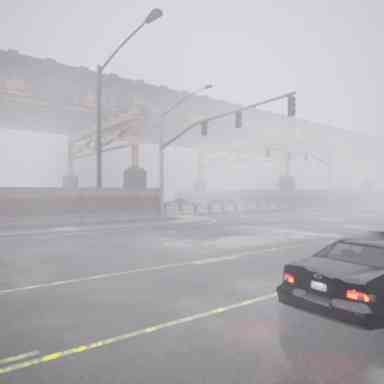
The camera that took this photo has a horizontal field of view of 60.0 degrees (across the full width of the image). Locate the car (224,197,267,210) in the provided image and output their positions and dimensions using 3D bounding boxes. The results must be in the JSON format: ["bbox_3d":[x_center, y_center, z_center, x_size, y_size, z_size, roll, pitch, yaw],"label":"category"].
[{"bbox_3d":[6.807,1.403,42.583,4.974,1.542,2.038,0,0,-8],"label":"car"}]

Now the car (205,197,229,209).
[{"bbox_3d":[2.954,1.254,38.830,1.853,1.218,4.536,0,0,17],"label":"car"}]

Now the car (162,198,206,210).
[{"bbox_3d":[-0.828,1.261,36.060,4.536,1.218,1.853,0,0,7],"label":"car"}]

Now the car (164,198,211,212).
[{"bbox_3d":[-0.776,1.419,36.053,4.974,1.542,2.038,0,0,7],"label":"car"}]

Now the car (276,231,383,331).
[{"bbox_3d":[4.042,1.536,6.745,5.357,1.411,2.033,0,0,-36],"label":"car"}]

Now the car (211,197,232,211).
[{"bbox_3d":[2.939,1.411,38.780,2.038,1.542,4.974,0,0,17],"label":"car"}]

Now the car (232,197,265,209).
[{"bbox_3d":[6.755,1.245,42.576,4.536,1.218,1.853,0,0,-8],"label":"car"}]
